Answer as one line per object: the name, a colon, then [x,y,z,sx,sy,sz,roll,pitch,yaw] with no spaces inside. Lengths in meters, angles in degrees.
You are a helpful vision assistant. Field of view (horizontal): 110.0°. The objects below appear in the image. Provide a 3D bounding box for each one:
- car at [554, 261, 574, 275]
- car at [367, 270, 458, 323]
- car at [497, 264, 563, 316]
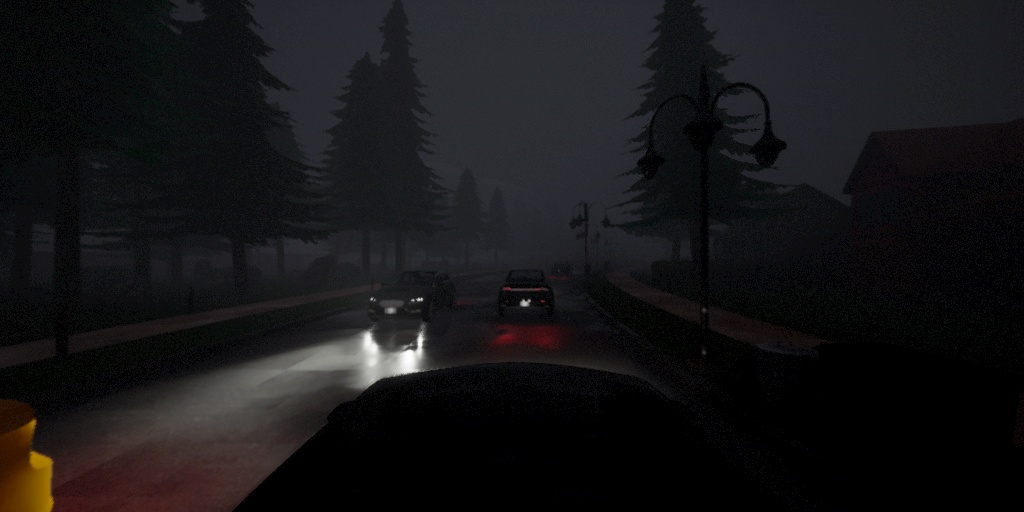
car: [5.369,1.219,38.036,2.128,1.511,4.902,0,0,17]
car: [-3.170,1.236,12.291,2.128,1.511,4.902,0,0,4]
car: [0.568,1.234,13.303,2.128,1.511,4.902,0,0,4]
